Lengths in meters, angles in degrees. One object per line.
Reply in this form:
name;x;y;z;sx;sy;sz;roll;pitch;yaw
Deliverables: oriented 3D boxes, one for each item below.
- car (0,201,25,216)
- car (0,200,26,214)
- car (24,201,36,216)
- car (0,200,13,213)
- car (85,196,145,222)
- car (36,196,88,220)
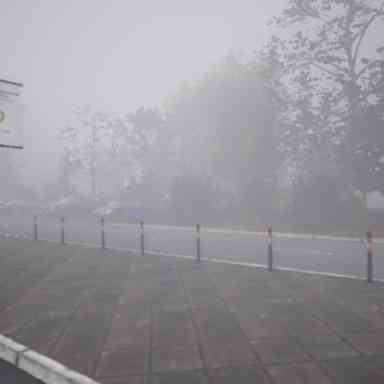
car;-17.408;1.685;34.912;2.231;1.521;4.892;-1;0;35
car;-22.057;1.724;38.119;2.097;1.535;5.008;-1;0;35
car;-12.753;1.642;31.716;2.231;1.521;4.892;-1;0;35
car;-24.361;1.774;39.751;2.163;1.488;4.792;-1;0;35
car;-5.815;1.436;26.842;2.185;1.767;4.553;0;0;35
car;-10.552;1.367;30.155;2.435;2.045;5.566;-1;0;35
